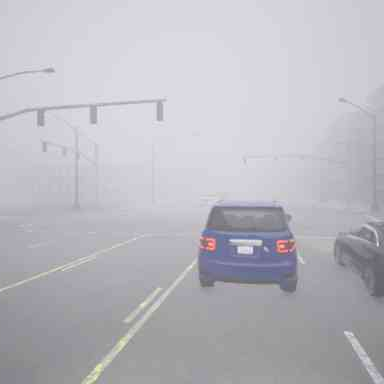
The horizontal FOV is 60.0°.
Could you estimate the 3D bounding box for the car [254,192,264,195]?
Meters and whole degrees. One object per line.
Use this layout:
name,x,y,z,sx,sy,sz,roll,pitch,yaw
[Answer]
car,15.223,0.860,75.415,1.837,1.490,4.892,0,1,11

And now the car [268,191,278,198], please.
car,20.677,0.552,84.966,2.097,1.767,4.553,0,1,11

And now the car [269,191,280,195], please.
car,18.702,0.881,74.961,2.128,1.511,4.902,0,1,11

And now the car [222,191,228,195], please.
car,4.492,0.926,57.643,2.150,2.045,5.566,0,1,11

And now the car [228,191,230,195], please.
car,6.588,0.741,67.884,2.150,2.045,5.566,0,1,12

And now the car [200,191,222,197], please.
car,2.470,1.079,47.455,2.150,2.045,5.566,0,1,11

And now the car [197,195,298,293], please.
car,1.560,1.223,9.174,2.150,2.045,5.566,0,0,11

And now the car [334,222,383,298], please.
car,4.965,1.492,8.350,2.128,1.511,4.902,0,0,11

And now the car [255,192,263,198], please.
car,17.170,0.755,85.272,1.994,1.385,4.181,0,1,11
